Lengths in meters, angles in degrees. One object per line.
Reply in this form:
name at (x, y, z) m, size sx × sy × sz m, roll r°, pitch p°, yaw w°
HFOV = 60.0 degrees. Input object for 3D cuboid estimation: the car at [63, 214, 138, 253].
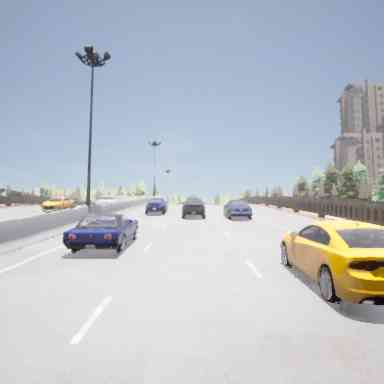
car at (-3.382, 1.525, 13.321) m, size 1.895 × 1.301 × 4.718 m, roll 0°, pitch 0°, yaw 0°

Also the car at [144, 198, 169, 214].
car at (-3.359, 1.328, 32.027) m, size 1.812 × 1.442 × 4.674 m, roll 0°, pitch 0°, yaw 0°

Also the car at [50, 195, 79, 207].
car at (-17.492, 1.235, 45.951) m, size 2.128 × 1.511 × 4.902 m, roll 0°, pitch -1°, yaw 1°

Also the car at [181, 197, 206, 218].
car at (0.136, 1.332, 28.235) m, size 1.837 × 1.490 × 4.892 m, roll 0°, pitch 0°, yaw 0°

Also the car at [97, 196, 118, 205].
car at (-10.523, 1.263, 41.795) m, size 1.812 × 1.442 × 4.674 m, roll 0°, pitch 0°, yaw 0°

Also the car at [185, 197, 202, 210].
car at (0.151, 1.312, 40.344) m, size 1.994 × 1.385 × 4.181 m, roll 0°, pitch 0°, yaw 0°

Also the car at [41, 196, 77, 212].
car at (-14.049, 1.260, 35.047) m, size 1.882 × 1.535 × 5.008 m, roll 0°, pitch 0°, yaw 0°

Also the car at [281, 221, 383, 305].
car at (3.612, 1.436, 8.076) m, size 1.882 × 1.535 × 5.008 m, roll 0°, pitch 0°, yaw 0°

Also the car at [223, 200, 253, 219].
car at (3.634, 1.383, 26.936) m, size 2.033 × 1.411 × 5.357 m, roll 0°, pitch 0°, yaw 0°
